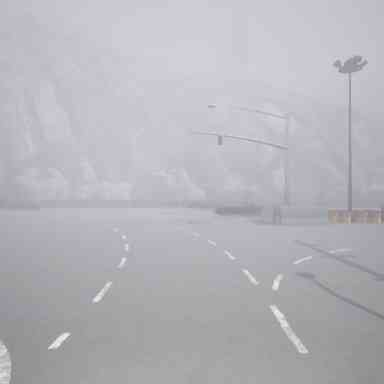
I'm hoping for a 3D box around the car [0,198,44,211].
[{"bbox_3d":[-19.994,1.432,39.211,4.674,1.442,1.812,0,0,-3],"label":"car"}]

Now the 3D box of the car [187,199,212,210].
[{"bbox_3d":[1.750,1.513,40.355,4.718,1.301,1.895,0,0,-3],"label":"car"}]

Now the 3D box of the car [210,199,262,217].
[{"bbox_3d":[4.270,1.537,29.971,4.718,1.301,1.895,0,0,-3],"label":"car"}]
